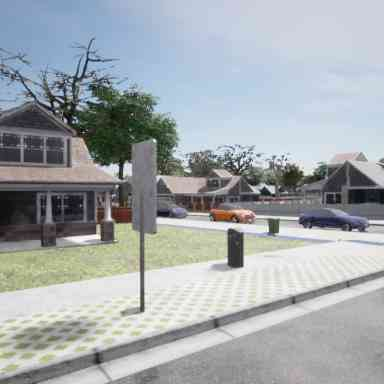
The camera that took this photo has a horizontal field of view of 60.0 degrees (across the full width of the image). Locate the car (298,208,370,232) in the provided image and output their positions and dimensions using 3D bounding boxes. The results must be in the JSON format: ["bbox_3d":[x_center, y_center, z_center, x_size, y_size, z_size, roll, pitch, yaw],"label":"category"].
[{"bbox_3d":[9.306,1.815,22.181,1.812,1.442,4.674,0,-1,-33],"label":"car"}]

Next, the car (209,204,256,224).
[{"bbox_3d":[3.620,1.899,30.153,2.097,1.767,4.553,0,-1,-36],"label":"car"}]

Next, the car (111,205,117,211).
[{"bbox_3d":[-12.336,2.720,51.242,1.837,1.490,4.892,0,-1,-39],"label":"car"}]

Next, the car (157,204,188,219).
[{"bbox_3d":[-2.402,2.154,38.302,2.097,1.767,4.553,0,-1,-37],"label":"car"}]
